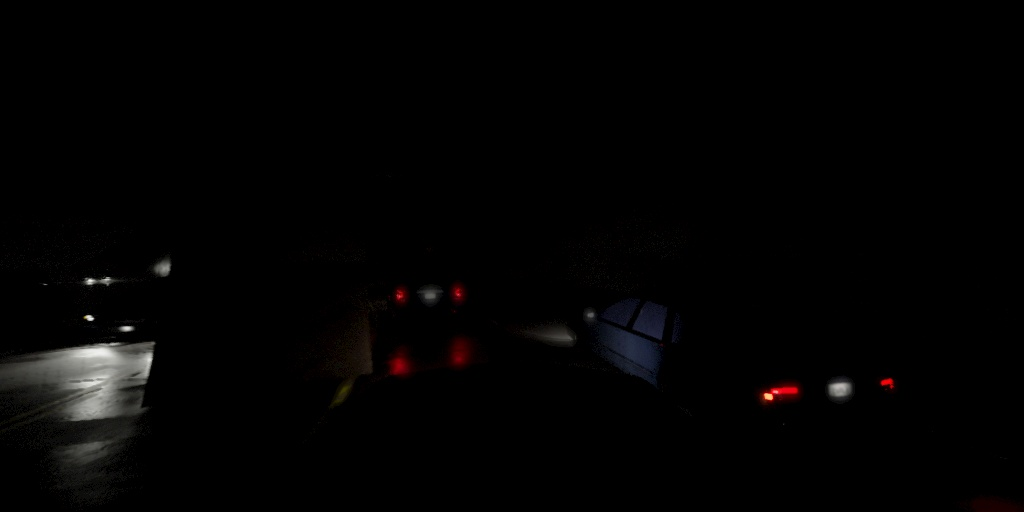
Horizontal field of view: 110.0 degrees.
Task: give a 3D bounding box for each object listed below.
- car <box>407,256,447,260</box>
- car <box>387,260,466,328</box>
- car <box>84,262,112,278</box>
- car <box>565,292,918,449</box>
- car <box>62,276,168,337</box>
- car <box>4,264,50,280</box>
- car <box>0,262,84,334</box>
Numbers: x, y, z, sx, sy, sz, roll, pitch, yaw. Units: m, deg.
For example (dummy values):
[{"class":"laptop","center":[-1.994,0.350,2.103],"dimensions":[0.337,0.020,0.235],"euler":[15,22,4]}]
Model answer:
[{"class":"car","center":[-6.144,1.019,24.500],"dimensions":[2.150,2.045,5.566],"euler":[0,0,-38]},{"class":"car","center":[-2.968,1.123,11.824],"dimensions":[2.097,1.767,4.553],"euler":[0,0,-20]},{"class":"car","center":[-41.689,1.330,35.545],"dimensions":[4.902,1.511,2.128],"euler":[0,0,28]},{"class":"car","center":[2.576,1.304,5.815],"dimensions":[2.033,1.411,5.357],"euler":[0,0,-11]},{"class":"car","center":[-10.071,1.321,10.796],"dimensions":[2.033,1.411,5.357],"euler":[0,0,-24]},{"class":"car","center":[-45.360,1.438,33.519],"dimensions":[4.718,1.301,1.895],"euler":[0,0,28]},{"class":"car","center":[-12.885,1.122,8.194],"dimensions":[2.097,1.767,4.553],"euler":[0,0,-24]}]
